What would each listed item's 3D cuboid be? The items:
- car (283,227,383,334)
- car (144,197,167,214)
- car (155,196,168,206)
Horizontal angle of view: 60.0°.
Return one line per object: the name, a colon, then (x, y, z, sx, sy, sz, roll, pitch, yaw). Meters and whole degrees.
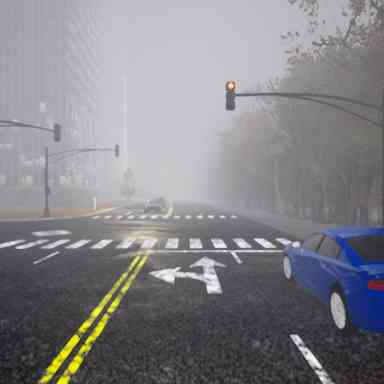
car: (3.275, 1.441, 6.771, 1.882, 1.535, 5.008, -3, -1, 1)
car: (-4.165, 1.559, 36.453, 2.033, 1.411, 5.357, 0, 0, -3)
car: (-5.307, 1.513, 58.238, 2.128, 1.511, 4.902, 0, 0, -3)
